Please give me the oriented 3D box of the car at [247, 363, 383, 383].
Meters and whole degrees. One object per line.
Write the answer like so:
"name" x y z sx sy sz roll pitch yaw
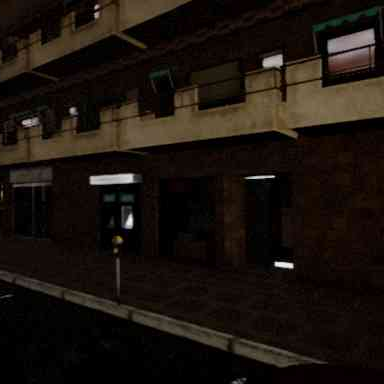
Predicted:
"car" 2.069 1.582 1.410 4.206 1.307 1.802 0 -1 36
